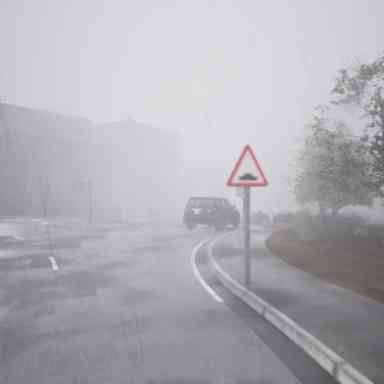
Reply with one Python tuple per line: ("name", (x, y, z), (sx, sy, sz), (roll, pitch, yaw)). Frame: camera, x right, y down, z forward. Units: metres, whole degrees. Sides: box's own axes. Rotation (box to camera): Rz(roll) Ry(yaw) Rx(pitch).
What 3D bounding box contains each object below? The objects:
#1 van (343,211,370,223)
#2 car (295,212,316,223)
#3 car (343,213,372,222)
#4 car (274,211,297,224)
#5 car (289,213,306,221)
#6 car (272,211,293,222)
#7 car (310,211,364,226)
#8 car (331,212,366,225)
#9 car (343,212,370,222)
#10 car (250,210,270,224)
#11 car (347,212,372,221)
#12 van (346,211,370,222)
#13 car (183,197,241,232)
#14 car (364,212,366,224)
("van", (30.450, 4.583, 61.671), (4.442, 1.987, 1.878), (0, -3, 30))
("car", (16.948, 3.816, 49.497), (2.128, 1.511, 4.902), (0, -4, 30))
("car", (33.077, 5.110, 66.495), (4.892, 1.521, 2.231), (0, -3, 30))
("car", (11.059, 2.999, 38.997), (1.882, 1.535, 5.008), (0, -4, 30))
("car", (18.908, 4.503, 59.443), (1.994, 1.385, 4.181), (0, -4, 30))
("car", (13.715, 3.768, 50.392), (1.882, 1.535, 5.008), (0, -4, 30))
("car", (15.289, 2.905, 35.490), (4.892, 1.521, 2.231), (0, -4, 30))
("car", (23.476, 3.871, 49.809), (4.553, 1.767, 2.185), (0, -4, 30))
("car", (31.752, 4.844, 64.238), (4.553, 1.767, 2.185), (0, -3, 30))
("car", (8.010, 2.998, 40.202), (2.128, 1.511, 4.902), (0, -4, 30))
("car", (35.849, 5.264, 71.257), (4.553, 1.767, 2.185), (0, -3, 30))
("van", (34.356, 5.028, 68.950), (4.442, 1.987, 1.878), (0, -3, 30))
("car", (1.418, 1.367, 21.275), (2.150, 2.045, 5.566), (0, -3, 25))
("car", (16.658, 3.093, 37.873), (5.008, 1.535, 2.097), (0, -4, 30))
